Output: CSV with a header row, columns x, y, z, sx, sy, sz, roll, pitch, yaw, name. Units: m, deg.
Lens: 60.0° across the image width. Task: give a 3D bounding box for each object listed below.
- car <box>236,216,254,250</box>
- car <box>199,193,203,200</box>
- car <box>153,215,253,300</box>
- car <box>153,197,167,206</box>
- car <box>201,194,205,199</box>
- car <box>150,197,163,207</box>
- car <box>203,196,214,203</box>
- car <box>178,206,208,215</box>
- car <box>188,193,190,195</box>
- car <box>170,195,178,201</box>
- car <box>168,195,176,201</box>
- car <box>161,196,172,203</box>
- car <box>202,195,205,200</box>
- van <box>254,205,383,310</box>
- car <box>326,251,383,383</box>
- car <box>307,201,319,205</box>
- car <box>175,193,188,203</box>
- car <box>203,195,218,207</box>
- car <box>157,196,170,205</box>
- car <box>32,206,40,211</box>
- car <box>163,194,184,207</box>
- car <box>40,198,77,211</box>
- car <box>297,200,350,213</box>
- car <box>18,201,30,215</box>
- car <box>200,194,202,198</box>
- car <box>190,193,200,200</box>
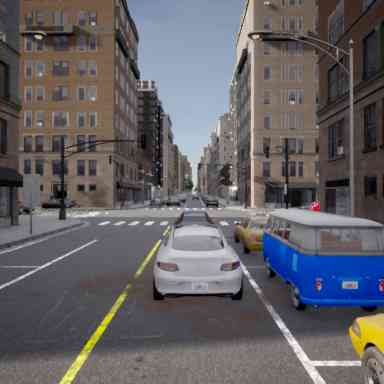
x,y,z,sx,sy,sz,roll,pitch,yaw,name
2.700,1.528,13.339,1.752,1.417,4.829,1,0,0,car
3.650,1.550,89.543,2.008,1.369,4.403,1,0,1,car
0.092,1.527,8.292,1.812,1.442,4.674,0,0,-1,car
-5.360,1.572,56.481,1.947,1.339,4.313,1,0,1,car
3.246,1.555,61.892,2.008,1.369,4.403,1,0,1,car
-5.441,1.588,50.953,1.802,1.307,4.206,1,0,1,car
3.327,1.549,67.422,1.887,1.381,4.507,1,0,1,car
0.120,1.567,15.682,1.994,1.385,4.181,0,0,0,car
-2.150,1.481,81.087,1.882,1.535,5.008,0,0,1,car
-4.875,1.567,89.654,1.947,1.339,4.313,1,0,1,car
-4.957,1.528,83.955,1.752,1.417,4.829,1,0,1,car
-5.198,1.550,67.539,1.887,1.381,4.507,1,0,1,car
3.165,1.550,56.362,1.887,1.381,4.507,1,0,1,car
2.691,1.342,7.496,1.690,1.788,3.998,1,0,0,van
2.679,1.526,1.992,1.752,1.417,4.829,1,0,0,car
15.621,1.357,35.582,5.566,2.045,2.150,0,-1,0,car
-2.325,1.482,69.155,1.882,1.535,5.008,0,0,1,car
3.084,1.571,50.832,1.947,1.339,4.313,1,0,1,car
-5.279,1.556,62.010,2.008,1.369,4.403,1,0,1,car
-17.899,1.370,32.412,4.892,1.490,1.837,0,-1,0,car
-2.723,1.484,50.353,1.882,1.535,5.008,0,0,2,car
-16.079,1.436,39.071,4.902,1.511,2.128,0,-1,1,car
15.272,1.713,38.830,5.357,1.411,2.033,0,-1,0,car
-17.232,1.364,29.164,4.674,1.442,1.812,0,-1,2,car
3.488,1.568,78.483,1.947,1.339,4.313,1,0,1,car
1.008,1.524,91.881,1.812,1.442,4.674,0,0,1,car
